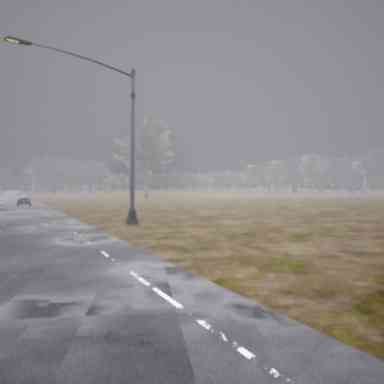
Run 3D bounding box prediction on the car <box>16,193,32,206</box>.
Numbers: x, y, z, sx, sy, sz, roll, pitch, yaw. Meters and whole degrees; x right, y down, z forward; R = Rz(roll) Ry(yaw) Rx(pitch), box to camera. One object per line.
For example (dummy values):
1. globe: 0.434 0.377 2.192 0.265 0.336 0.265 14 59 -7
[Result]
1. car: -25.251 1.244 49.926 1.837 1.490 4.892 0 0 -28
